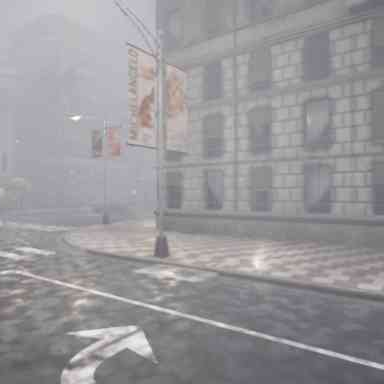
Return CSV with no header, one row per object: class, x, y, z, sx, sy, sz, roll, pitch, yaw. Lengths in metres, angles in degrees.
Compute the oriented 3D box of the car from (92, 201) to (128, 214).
car,-9.440,1.745,38.354,1.994,1.385,4.181,0,0,36
